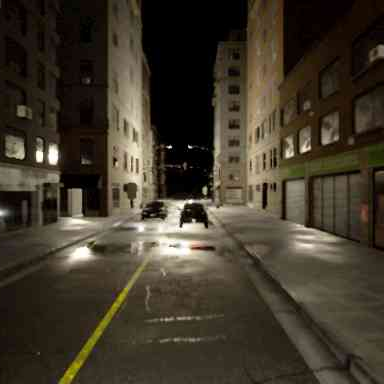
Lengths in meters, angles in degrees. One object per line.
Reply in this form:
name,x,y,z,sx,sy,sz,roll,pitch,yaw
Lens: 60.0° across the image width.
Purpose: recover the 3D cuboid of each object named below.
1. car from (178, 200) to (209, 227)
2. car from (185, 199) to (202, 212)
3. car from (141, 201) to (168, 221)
car,0.106,1.488,22.500,1.837,1.490,4.892,0,0,0
car,0.087,1.571,39.414,1.895,1.301,4.718,0,0,-1
car,-2.994,1.508,27.209,1.837,1.490,4.892,0,0,0
